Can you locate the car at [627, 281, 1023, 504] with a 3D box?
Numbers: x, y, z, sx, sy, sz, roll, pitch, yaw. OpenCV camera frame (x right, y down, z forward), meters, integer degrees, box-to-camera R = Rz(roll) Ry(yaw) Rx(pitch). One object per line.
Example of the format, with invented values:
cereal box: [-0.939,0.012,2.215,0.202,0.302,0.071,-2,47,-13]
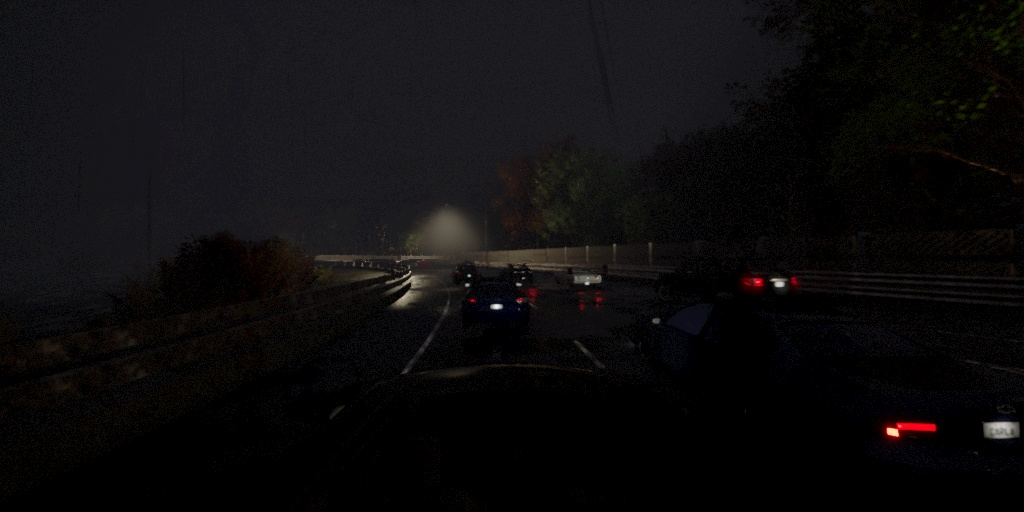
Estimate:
car: [3.408,1.304,5.074,2.033,1.411,5.357,0,0,-2]

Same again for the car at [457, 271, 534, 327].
car: [-0.610,1.364,11.789,1.994,1.385,4.181,0,0,-5]

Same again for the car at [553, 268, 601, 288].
car: [4.334,1.447,24.736,1.895,1.301,4.718,0,0,-10]

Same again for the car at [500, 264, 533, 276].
car: [0.251,1.363,27.376,2.128,1.511,4.902,0,0,-13]

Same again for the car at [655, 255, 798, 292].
car: [7.948,1.006,14.004,2.150,2.045,5.566,0,0,-12]

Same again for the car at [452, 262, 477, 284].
car: [-3.679,1.453,28.577,1.994,1.385,4.181,0,0,-14]
